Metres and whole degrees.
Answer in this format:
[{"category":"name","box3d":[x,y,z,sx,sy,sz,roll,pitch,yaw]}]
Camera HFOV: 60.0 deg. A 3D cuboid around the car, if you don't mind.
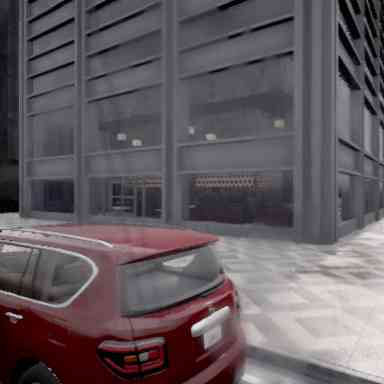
[{"category":"car","box3d":[-1.771,1.305,4.219,5.009,1.841,2.192,0,0,35]}]
